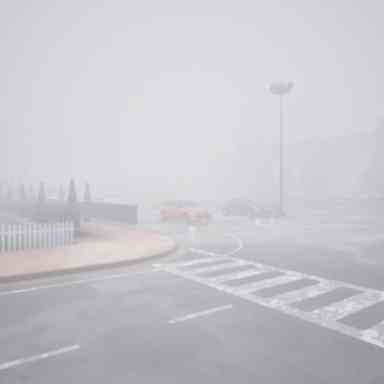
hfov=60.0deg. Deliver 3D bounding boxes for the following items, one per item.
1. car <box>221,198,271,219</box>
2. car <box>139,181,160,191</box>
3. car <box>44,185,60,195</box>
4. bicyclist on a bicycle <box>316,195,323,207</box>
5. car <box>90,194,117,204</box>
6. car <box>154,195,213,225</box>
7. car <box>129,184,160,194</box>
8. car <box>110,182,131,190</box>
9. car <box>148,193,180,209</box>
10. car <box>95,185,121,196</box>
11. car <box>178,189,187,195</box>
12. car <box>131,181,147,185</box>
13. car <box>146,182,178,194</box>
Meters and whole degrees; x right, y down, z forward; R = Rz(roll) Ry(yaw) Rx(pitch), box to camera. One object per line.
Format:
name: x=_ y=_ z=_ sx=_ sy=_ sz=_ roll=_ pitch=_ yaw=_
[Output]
car: x=4.685 y=1.349 z=29.057 sx=2.097 sy=1.767 sz=4.553 roll=0 pitch=0 yaw=-37
car: x=-9.050 y=-1.357 z=70.613 sx=2.128 sy=1.511 sz=4.902 roll=0 pitch=7 yaw=-37
car: x=-22.193 y=-0.390 z=53.150 sx=1.895 sy=1.301 sz=4.718 roll=0 pitch=7 yaw=-37
bicyclist on a bicycle: x=18.247 y=1.297 z=47.537 sx=1.656 sy=1.620 sz=0.582 roll=0 pitch=0 yaw=-37
car: x=-10.360 y=1.339 z=37.285 sx=1.895 sy=1.301 sz=4.718 roll=0 pitch=3 yaw=-37
car: x=-0.528 y=1.353 z=24.345 sx=2.097 sy=1.767 sz=4.553 roll=0 pitch=0 yaw=-37
car: x=-8.376 y=0.062 z=58.075 sx=2.033 sy=1.411 sz=5.357 roll=0 pitch=6 yaw=-37
car: x=-14.645 y=-1.297 z=66.406 sx=1.882 sy=1.535 sz=5.008 roll=0 pitch=7 yaw=-37
car: x=-2.957 y=1.335 z=39.110 sx=1.882 sy=1.535 sz=5.008 roll=0 pitch=2 yaw=-37
car: x=-13.958 y=0.071 z=53.774 sx=2.033 sy=1.411 sz=5.357 roll=0 pitch=6 yaw=-36
car: x=-3.052 y=0.066 z=62.642 sx=1.895 sy=1.301 sz=4.718 roll=0 pitch=7 yaw=-37
car: x=-11.816 y=-1.522 z=68.468 sx=2.097 sy=1.767 sz=4.553 roll=0 pitch=7 yaw=-37
car: x=-5.574 y=-0.266 z=60.173 sx=2.150 sy=2.045 sz=5.566 roll=0 pitch=6 yaw=-37
